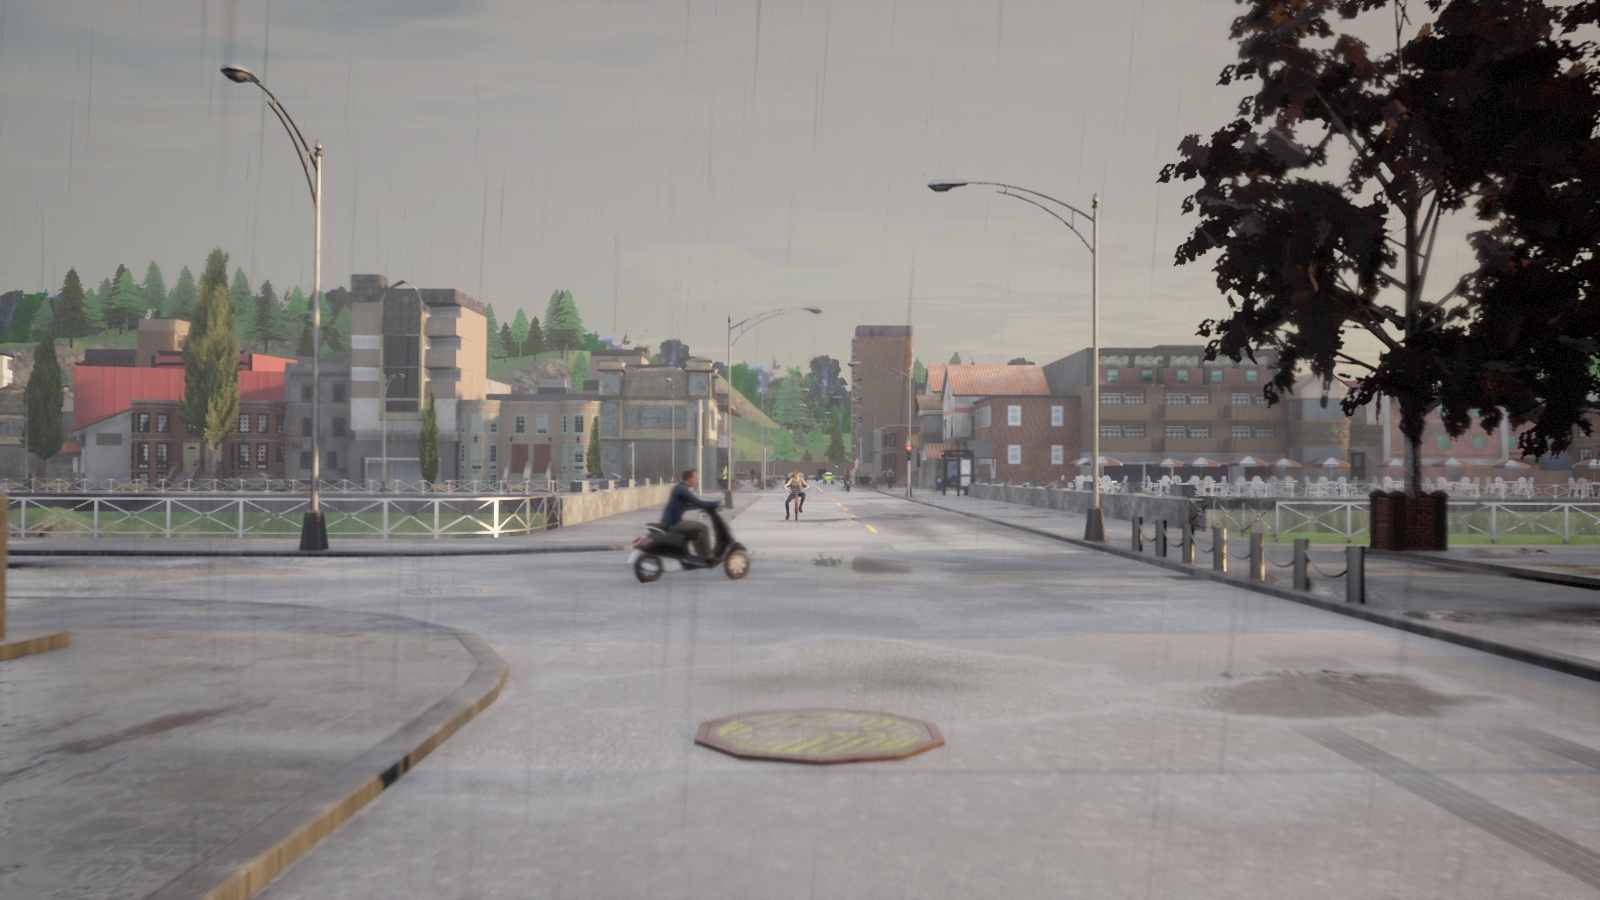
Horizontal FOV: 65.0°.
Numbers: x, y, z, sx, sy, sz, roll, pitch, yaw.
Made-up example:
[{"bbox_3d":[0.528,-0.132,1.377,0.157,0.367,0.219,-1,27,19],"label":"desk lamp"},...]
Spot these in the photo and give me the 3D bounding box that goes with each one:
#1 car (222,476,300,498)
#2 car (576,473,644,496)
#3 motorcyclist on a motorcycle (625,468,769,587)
[{"bbox_3d":[-35.159,2.391,81.985,4.181,1.385,1.994,0,-1,0],"label":"car"},{"bbox_3d":[-12.397,2.251,82.053,4.193,1.474,1.816,0,-1,0],"label":"car"},{"bbox_3d":[-1.447,1.070,17.672,1.817,1.590,0.866,0,-3,-25],"label":"motorcyclist on a motorcycle"}]
